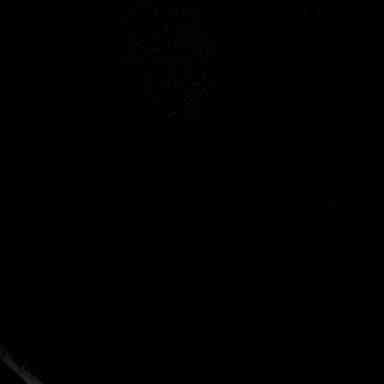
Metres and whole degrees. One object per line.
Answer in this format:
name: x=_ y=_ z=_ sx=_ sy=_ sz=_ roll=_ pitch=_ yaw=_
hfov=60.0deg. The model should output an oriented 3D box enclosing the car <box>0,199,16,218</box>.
car: x=-18.114 y=1.476 z=31.460 sx=2.097 sy=1.767 sz=4.553 roll=0 pitch=0 yaw=-17
